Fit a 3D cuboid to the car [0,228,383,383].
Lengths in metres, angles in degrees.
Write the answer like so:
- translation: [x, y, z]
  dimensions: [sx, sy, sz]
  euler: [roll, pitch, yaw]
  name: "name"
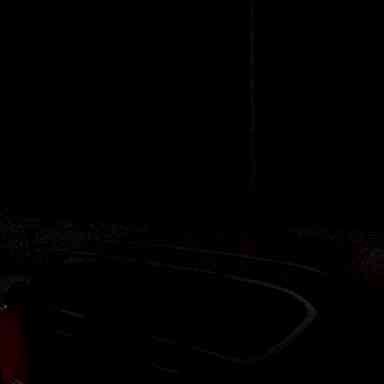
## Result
- translation: [-0.386, 1.314, 3.355]
  dimensions: [5.009, 1.841, 2.192]
  euler: [0, 0, 35]
  name: "car"
